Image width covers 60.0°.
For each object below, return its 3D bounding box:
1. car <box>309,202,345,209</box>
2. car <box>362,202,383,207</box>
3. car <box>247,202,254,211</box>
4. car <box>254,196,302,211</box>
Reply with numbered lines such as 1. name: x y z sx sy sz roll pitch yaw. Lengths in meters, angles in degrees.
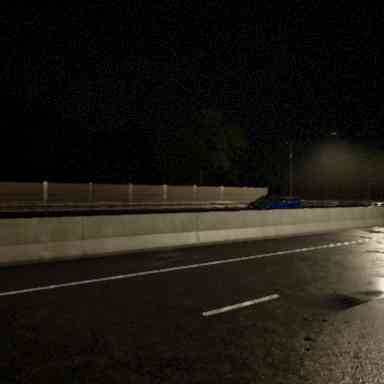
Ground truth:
1. car: 14.598 1.789 35.884 4.902 1.511 2.128 1 0 -35
2. car: 19.310 1.822 34.931 4.902 1.511 2.128 1 -1 -35
3. car: 9.268 1.505 40.683 5.566 2.045 2.150 1 0 -35
4. car: 9.843 1.488 36.798 5.566 2.045 2.150 1 0 -35
